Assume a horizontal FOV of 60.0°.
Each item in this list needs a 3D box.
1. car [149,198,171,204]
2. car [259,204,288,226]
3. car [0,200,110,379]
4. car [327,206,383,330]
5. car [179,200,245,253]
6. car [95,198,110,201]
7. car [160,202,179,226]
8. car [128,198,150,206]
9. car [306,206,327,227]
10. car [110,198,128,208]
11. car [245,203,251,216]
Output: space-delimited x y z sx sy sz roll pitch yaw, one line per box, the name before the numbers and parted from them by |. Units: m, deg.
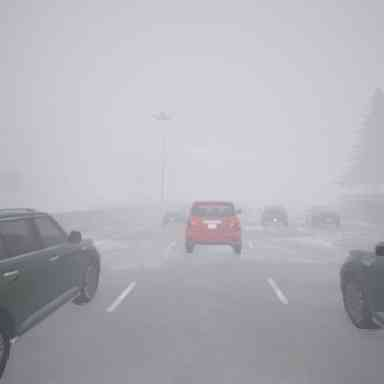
car | -4.460 1.914 52.292 1.812 1.442 4.674 0 0 21
car | 6.296 1.721 25.643 1.837 1.490 4.892 0 -1 11
car | -3.214 1.252 5.184 2.150 2.045 5.566 0 0 2
car | 3.746 1.264 3.845 2.150 2.045 5.566 0 0 2
car | 1.002 1.336 14.469 2.150 2.045 5.566 0 0 6
car | -14.958 1.722 54.100 2.097 1.767 4.553 0 0 20
car | -0.927 1.716 25.111 1.812 1.442 4.674 0 0 10
car | -7.700 1.740 53.539 2.097 1.767 4.553 0 -1 21
car | 9.687 1.746 24.763 1.812 1.442 4.674 0 0 11
car | -10.940 1.740 54.878 2.097 1.767 4.553 0 -1 21
car | 5.319 1.845 36.626 2.033 1.411 5.357 0 0 16
